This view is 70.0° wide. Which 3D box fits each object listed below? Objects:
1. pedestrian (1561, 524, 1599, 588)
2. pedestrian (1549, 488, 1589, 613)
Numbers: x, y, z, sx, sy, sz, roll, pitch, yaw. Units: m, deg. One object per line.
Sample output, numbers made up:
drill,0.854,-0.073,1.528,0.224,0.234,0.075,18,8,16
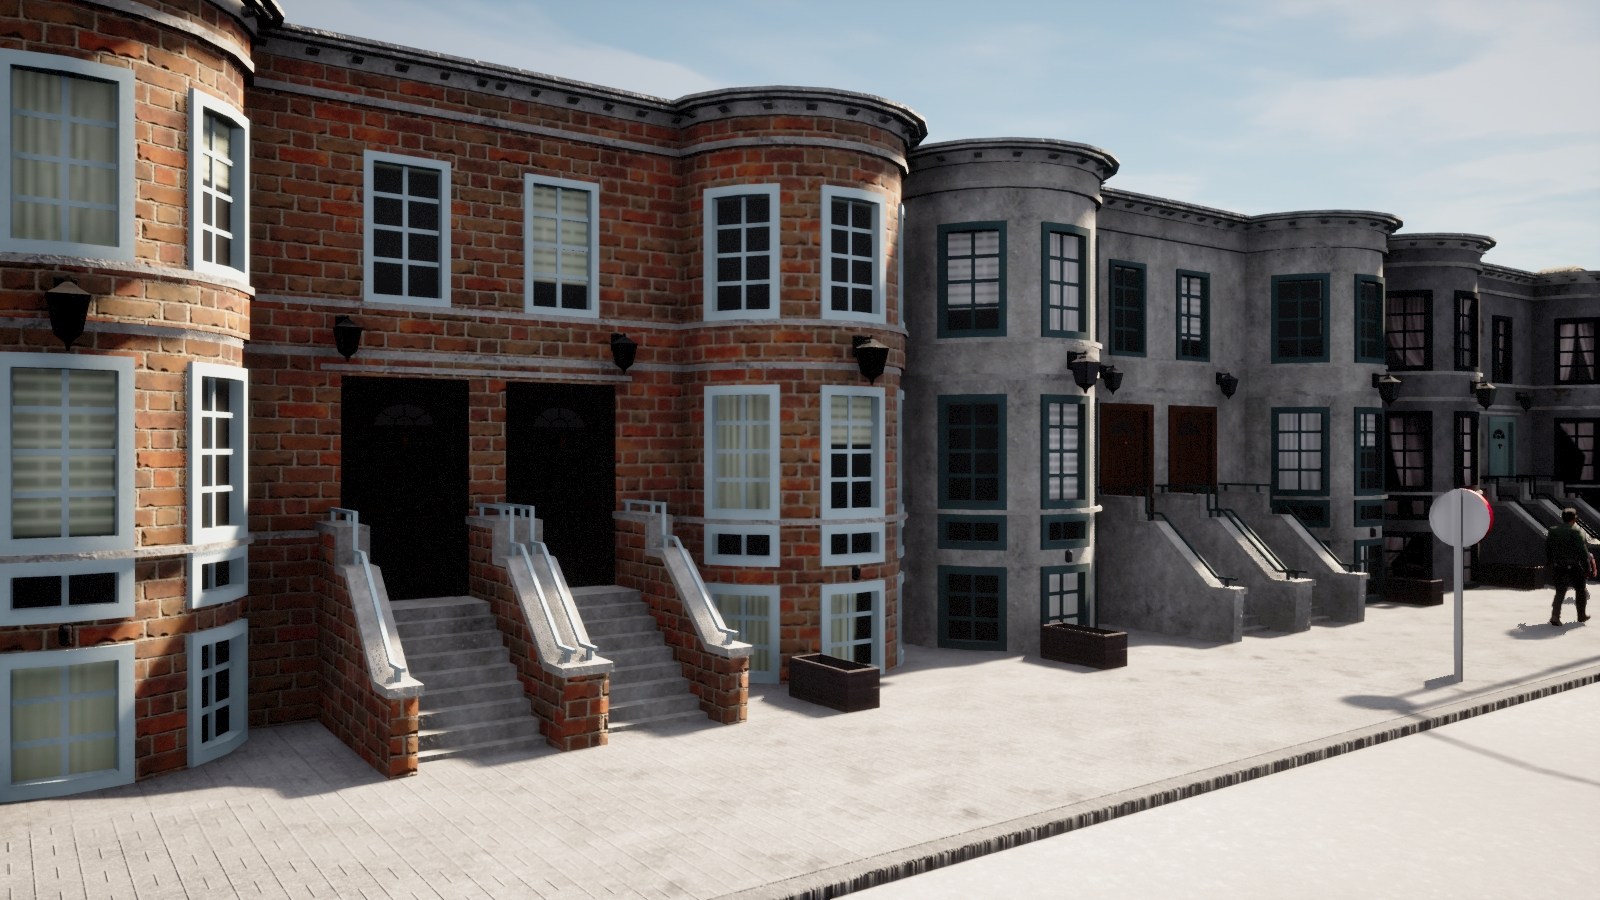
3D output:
pedestrian,14.130,1.904,20.602,0.500,1.100,0.500,0,0,-27
pedestrian,11.715,1.524,17.411,0.375,1.860,0.375,0,0,-29
